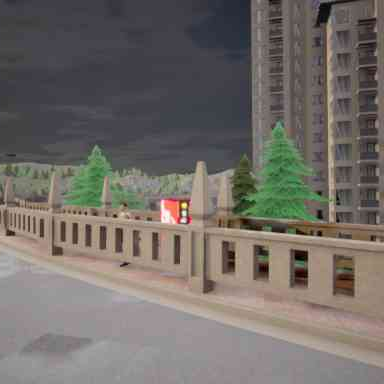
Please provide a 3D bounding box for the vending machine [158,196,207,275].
[{"bbox_3d":[-0.263,1.188,9.718,0.880,2.100,1.100,-1,0,40],"label":"vending machine"}]

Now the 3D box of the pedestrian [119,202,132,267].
[{"bbox_3d":[-1.892,1.135,9.298,0.375,1.860,0.375,-1,-1,41],"label":"pedestrian"}]
